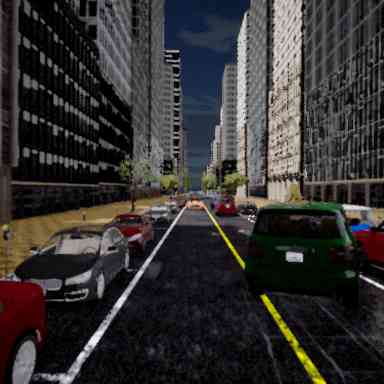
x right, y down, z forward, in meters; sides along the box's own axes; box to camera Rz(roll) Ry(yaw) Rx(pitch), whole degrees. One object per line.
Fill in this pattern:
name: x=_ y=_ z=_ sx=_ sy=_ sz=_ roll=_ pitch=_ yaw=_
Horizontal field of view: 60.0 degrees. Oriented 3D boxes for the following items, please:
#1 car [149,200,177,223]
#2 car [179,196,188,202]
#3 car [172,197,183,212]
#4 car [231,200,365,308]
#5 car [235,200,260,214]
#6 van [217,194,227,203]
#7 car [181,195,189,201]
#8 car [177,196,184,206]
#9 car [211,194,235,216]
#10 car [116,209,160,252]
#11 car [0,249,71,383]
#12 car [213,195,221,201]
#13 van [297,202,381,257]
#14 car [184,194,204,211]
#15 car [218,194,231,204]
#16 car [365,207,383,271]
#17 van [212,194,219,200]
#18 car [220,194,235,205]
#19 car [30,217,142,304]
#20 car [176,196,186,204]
car: x=-2.471 y=1.542 z=25.121 sx=2.008 sy=1.369 sz=4.403 roll=0 pitch=0 yaw=1
car: x=-1.973 y=1.573 z=76.271 sx=1.947 sy=1.339 sz=4.313 roll=0 pitch=0 yaw=1
car: x=-2.360 y=1.546 z=36.487 sx=2.008 sy=1.369 sz=4.403 roll=0 pitch=0 yaw=1
car: x=2.924 y=1.244 z=8.380 sx=2.150 sy=2.045 sz=5.566 roll=0 pitch=0 yaw=24
car: x=6.020 y=1.604 z=36.406 sx=2.008 sy=1.369 sz=4.403 roll=0 pitch=0 yaw=1
van: x=6.352 y=1.405 z=70.506 sx=1.690 sy=1.788 sz=3.998 roll=0 pitch=0 yaw=1
car: x=-1.862 y=1.559 z=87.638 sx=2.008 sy=1.369 sz=4.403 roll=0 pitch=0 yaw=1
car: x=-2.249 y=1.581 z=47.854 sx=1.802 sy=1.307 sz=4.206 roll=0 pitch=0 yaw=1
car: x=3.357 y=1.386 z=33.235 sx=2.097 sy=1.767 sz=4.553 roll=0 pitch=0 yaw=1
car: x=-2.581 y=1.569 z=13.754 sx=1.802 sy=1.307 sz=4.206 roll=0 pitch=0 yaw=1
car: x=-2.692 y=1.527 z=2.387 sx=1.887 sy=1.381 sz=4.507 roll=0 pitch=0 yaw=1
car: x=6.517 y=1.507 z=87.557 sx=1.967 sy=1.590 sz=4.097 roll=0 pitch=0 yaw=1
van: x=5.798 y=1.386 z=13.673 sx=1.690 sy=1.788 sz=3.998 roll=0 pitch=0 yaw=1
car: x=0.389 y=1.367 z=41.422 sx=2.097 sy=1.767 sz=4.553 roll=0 pitch=0 yaw=1
car: x=6.296 y=1.378 z=64.824 sx=2.192 sy=1.841 sz=5.009 roll=0 pitch=0 yaw=1
car: x=5.742 y=1.358 z=7.989 sx=2.192 sy=1.841 sz=5.009 roll=0 pitch=0 yaw=1
van: x=6.573 y=1.409 z=93.239 sx=1.690 sy=1.788 sz=3.998 roll=0 pitch=0 yaw=1
car: x=6.240 y=1.376 z=59.140 sx=2.192 sy=1.841 sz=5.009 roll=0 pitch=0 yaw=1
car: x=-2.638 y=1.535 z=8.071 sx=2.008 sy=1.369 sz=4.403 roll=0 pitch=0 yaw=1
car: x=-2.085 y=1.529 z=64.735 sx=1.752 sy=1.417 sz=4.829 roll=0 pitch=0 yaw=1
